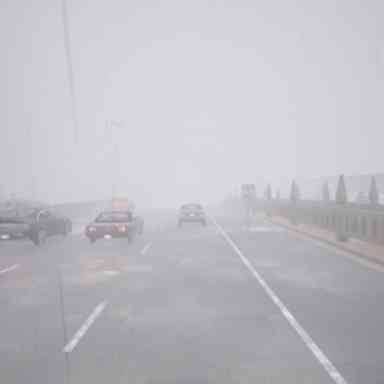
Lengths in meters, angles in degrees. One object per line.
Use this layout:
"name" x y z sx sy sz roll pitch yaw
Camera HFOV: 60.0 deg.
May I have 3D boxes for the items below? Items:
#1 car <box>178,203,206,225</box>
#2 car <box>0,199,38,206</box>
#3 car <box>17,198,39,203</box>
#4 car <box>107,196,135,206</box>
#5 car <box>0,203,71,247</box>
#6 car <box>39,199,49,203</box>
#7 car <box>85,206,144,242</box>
"car" -0.005 1.459 22.905 2.033 1.411 5.357 0 0 0
"car" -14.216 1.501 25.951 1.994 1.385 4.181 0 0 0
"car" -17.749 1.409 33.339 2.128 1.511 4.902 0 0 0
"car" -7.059 1.241 33.344 2.097 1.767 4.553 0 0 0
"car" -6.969 1.452 14.832 2.128 1.511 4.902 0 0 0
"car" -21.290 1.623 45.219 1.895 1.301 4.718 0 -2 0
"car" -3.470 1.548 15.891 1.895 1.301 4.718 0 0 0
